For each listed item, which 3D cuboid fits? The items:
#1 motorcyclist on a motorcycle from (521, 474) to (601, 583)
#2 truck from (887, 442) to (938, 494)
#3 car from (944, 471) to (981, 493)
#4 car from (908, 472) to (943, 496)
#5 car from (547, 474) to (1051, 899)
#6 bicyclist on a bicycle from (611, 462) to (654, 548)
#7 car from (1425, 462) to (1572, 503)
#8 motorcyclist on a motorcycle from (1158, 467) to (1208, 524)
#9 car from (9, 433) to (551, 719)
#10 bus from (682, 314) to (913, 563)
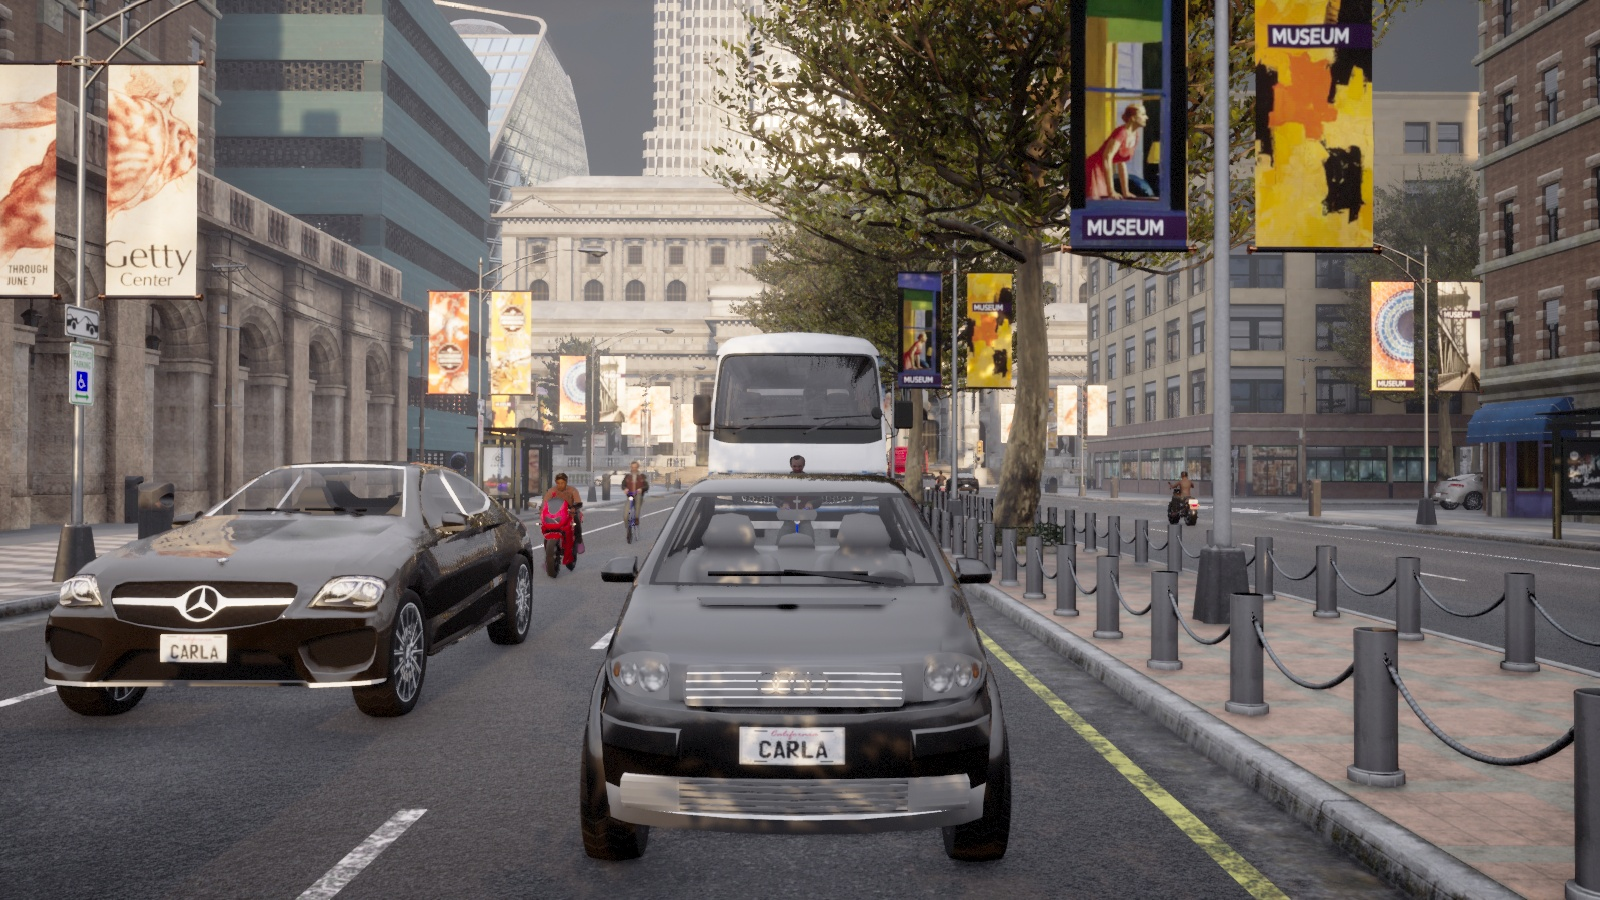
[{"bbox_3d":[-3.531,1.124,18.714,0.797,1.523,2.044,0,-1,0],"label":"motorcyclist on a motorcycle"},{"bbox_3d":[7.820,1.282,88.391,2.891,3.462,7.936,0,-1,0],"label":"truck"},{"bbox_3d":[11.302,2.213,87.519,1.882,1.535,5.008,0,-1,0],"label":"car"},{"bbox_3d":[7.865,2.123,79.165,1.845,1.501,3.633,0,-1,0],"label":"car"},{"bbox_3d":[-0.010,0.899,6.324,1.789,1.549,3.705,0,-1,0],"label":"car"},{"bbox_3d":[-3.545,1.147,26.696,0.659,1.776,1.843,0,-1,0],"label":"bicyclist on a bicycle"},{"bbox_3d":[29.564,1.367,53.286,5.027,1.651,2.152,0,-1,-1],"label":"car"},{"bbox_3d":[11.436,1.348,37.550,0.766,1.649,2.350,0,-1,0],"label":"motorcyclist on a motorcycle"},{"bbox_3d":[-3.517,0.772,9.806,2.152,1.651,5.027,0,-1,0],"label":"car"},{"bbox_3d":[-0.050,-0.115,26.671,3.944,4.253,10.273,0,-1,0],"label":"bus"}]
